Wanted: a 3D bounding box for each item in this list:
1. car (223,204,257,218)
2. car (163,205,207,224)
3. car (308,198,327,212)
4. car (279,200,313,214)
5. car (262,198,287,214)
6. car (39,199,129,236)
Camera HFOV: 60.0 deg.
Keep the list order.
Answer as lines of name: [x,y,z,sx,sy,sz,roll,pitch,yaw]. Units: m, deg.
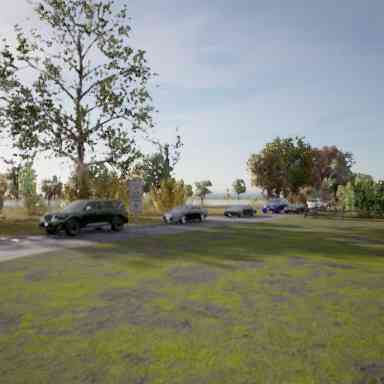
car: [5.531,2.084,37.392,2.033,1.411,5.357,-1,-1,35]
car: [-0.532,1.870,28.729,2.128,1.511,4.902,-1,-1,35]
car: [19.861,2.034,52.950,2.150,2.045,5.566,-1,-1,35]
car: [13.928,2.200,44.364,2.033,1.411,5.357,-1,-1,35]
car: [11.643,1.917,46.055,2.150,2.045,5.566,-1,-1,36]
car: [-6.368,1.448,20.360,2.150,2.045,5.566,-1,-1,34]
